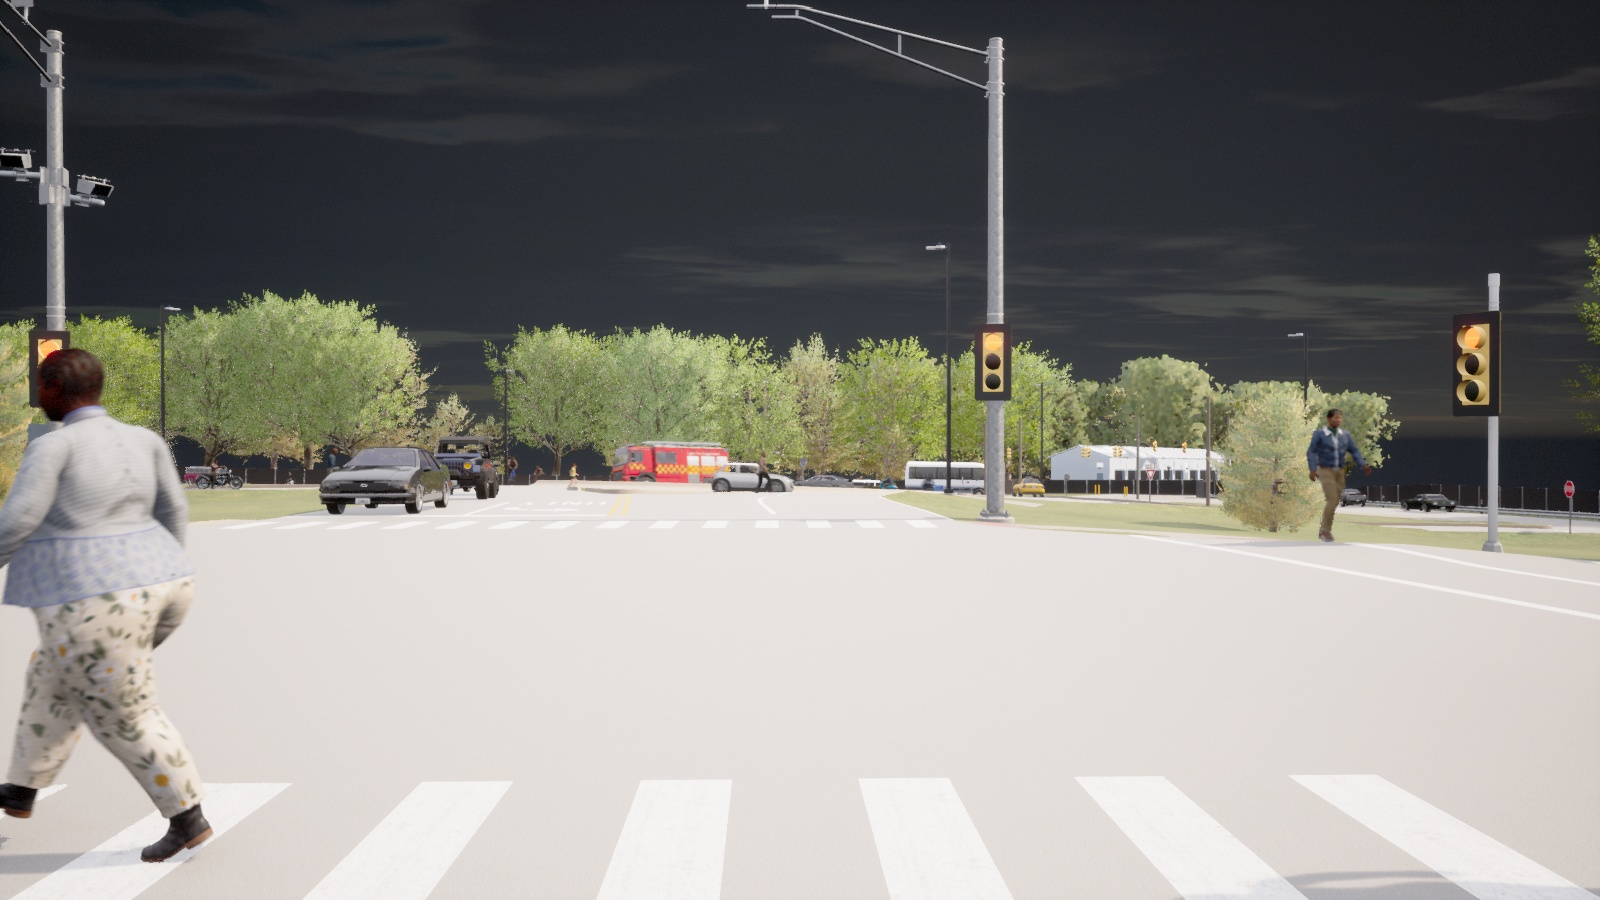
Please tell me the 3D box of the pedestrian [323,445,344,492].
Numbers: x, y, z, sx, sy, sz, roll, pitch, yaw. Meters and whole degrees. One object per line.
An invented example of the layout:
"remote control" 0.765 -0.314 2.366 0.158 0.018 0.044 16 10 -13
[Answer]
"pedestrian" -18.257 0.731 49.134 0.726 1.835 0.370 0 1 -10

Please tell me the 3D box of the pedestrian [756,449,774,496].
"pedestrian" -1.382 0.891 49.706 0.634 1.846 0.331 0 1 31

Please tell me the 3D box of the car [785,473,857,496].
"car" 1.569 2.590 94.027 4.902 1.511 2.128 0 -3 19

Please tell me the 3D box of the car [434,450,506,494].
"car" -12.070 0.813 45.692 2.128 1.511 4.902 0 -1 -19

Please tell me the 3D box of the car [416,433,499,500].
"car" -10.076 0.493 37.225 1.905 1.878 3.866 0 -1 -8

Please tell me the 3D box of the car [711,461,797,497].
"car" -2.138 1.336 58.816 3.806 1.475 1.970 2 1 4

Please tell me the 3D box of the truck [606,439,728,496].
"truck" -9.826 1.354 93.087 8.468 3.827 2.891 2 -7 -29

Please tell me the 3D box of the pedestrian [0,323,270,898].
"pedestrian" -2.576 0.513 4.533 0.900 1.855 0.874 0 1 7

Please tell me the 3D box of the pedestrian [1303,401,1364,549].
"pedestrian" 7.197 0.331 16.956 0.423 1.949 0.788 0 1 -5

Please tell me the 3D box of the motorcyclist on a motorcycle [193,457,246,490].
"motorcyclist on a motorcycle" -30.050 1.225 65.022 2.350 1.649 0.766 0 1 -7

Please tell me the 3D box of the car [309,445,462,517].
"car" -8.879 0.613 27.407 2.033 1.411 5.357 0 0 -6

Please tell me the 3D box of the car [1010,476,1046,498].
"car" 17.248 2.837 95.124 1.801 1.575 5.366 2 -3 1
